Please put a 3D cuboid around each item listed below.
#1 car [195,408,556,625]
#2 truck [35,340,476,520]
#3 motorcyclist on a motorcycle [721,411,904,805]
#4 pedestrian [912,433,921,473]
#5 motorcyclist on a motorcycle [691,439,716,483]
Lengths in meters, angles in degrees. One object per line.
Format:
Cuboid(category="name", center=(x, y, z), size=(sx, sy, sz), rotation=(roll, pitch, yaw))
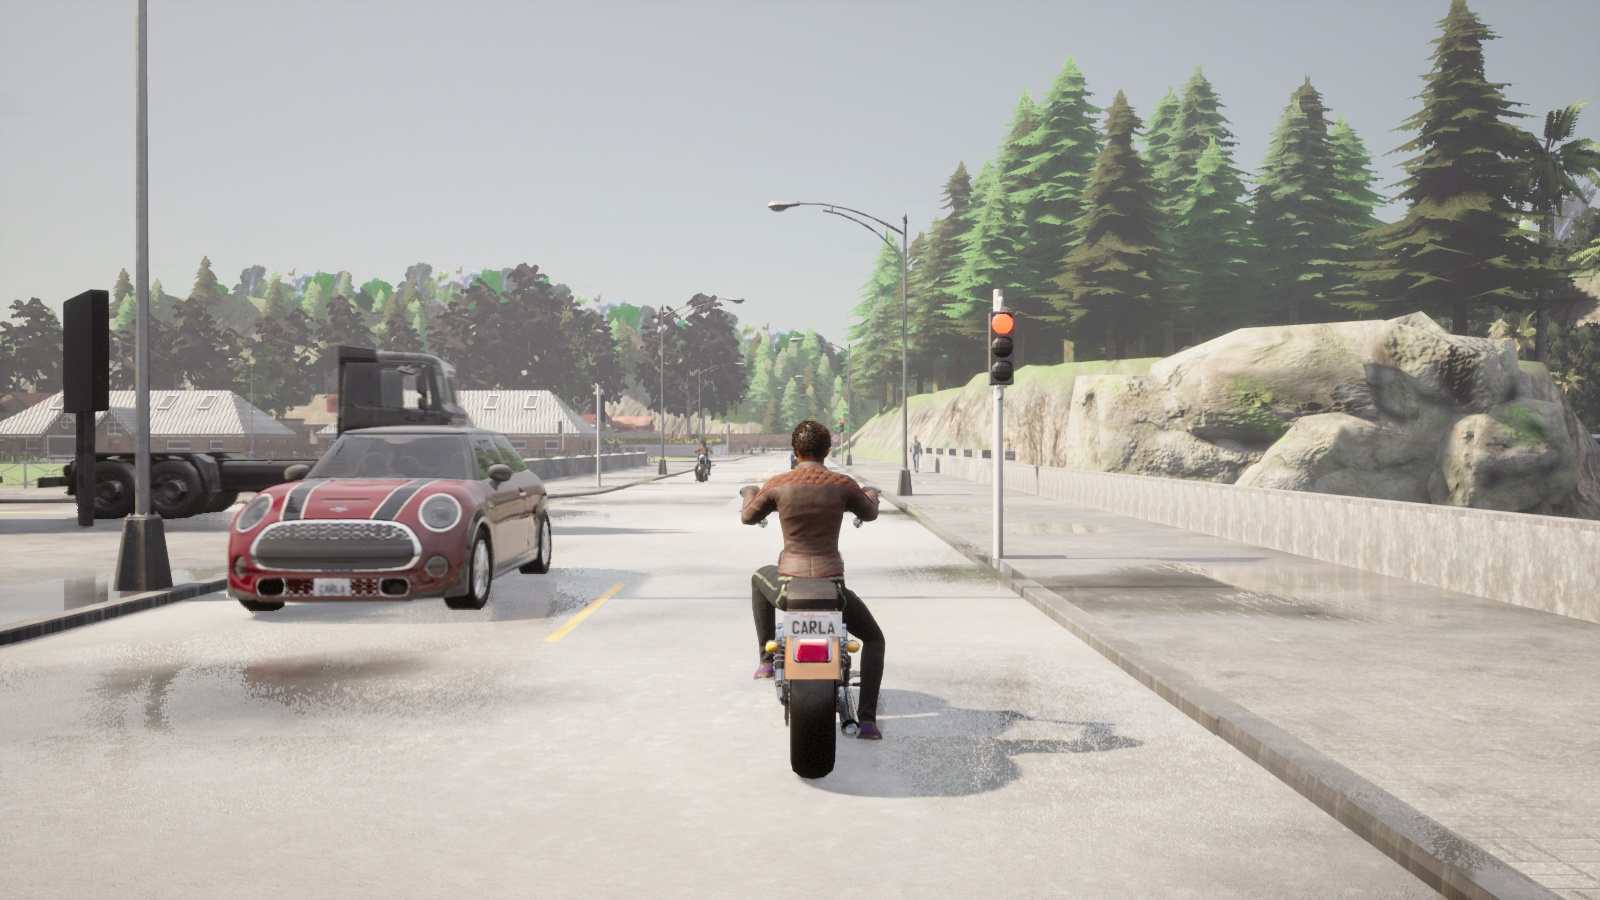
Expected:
Cuboid(category="car", center=(-3.895, 0.531, 12.507), size=(2.097, 1.767, 4.553), rotation=(0, 0, -1))
Cuboid(category="truck", center=(-10.978, -0.392, 26.130), size=(7.936, 3.462, 2.891), rotation=(0, 0, -8))
Cuboid(category="motorcyclist on a motorcycle", center=(0.055, 0.661, 6.438), size=(0.766, 1.649, 2.350), rotation=(0, 0, 0))
Cuboid(category="pedestrian", center=(5.325, 0.137, 57.351), size=(0.354, 1.836, 0.706), rotation=(0, 0, 4))
Cuboid(category="motorcyclist on a motorcycle", center=(-3.716, 0.421, 48.349), size=(0.766, 1.649, 2.350), rotation=(0, 0, 0))
